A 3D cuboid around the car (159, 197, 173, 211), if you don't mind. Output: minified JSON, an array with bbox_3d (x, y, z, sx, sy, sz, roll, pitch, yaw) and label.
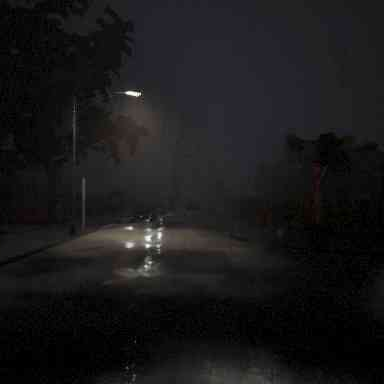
[{"bbox_3d":[-4.039,1.718,50.339,2.150,2.045,5.566,0,0,0],"label":"car"}]

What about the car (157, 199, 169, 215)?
[{"bbox_3d":[-4.072,1.891,38.946,1.837,1.490,4.892,0,-1,0],"label":"car"}]

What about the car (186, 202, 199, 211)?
[{"bbox_3d":[0.018,2.092,49.520,1.895,1.301,4.718,0,-1,0],"label":"car"}]

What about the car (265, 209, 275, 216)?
[{"bbox_3d":[8.894,1.633,27.875,5.357,1.415,2.033,0,-1,3],"label":"car"}]

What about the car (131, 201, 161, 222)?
[{"bbox_3d":[-4.082,1.794,29.126,1.837,1.490,4.892,0,-1,0],"label":"car"}]
